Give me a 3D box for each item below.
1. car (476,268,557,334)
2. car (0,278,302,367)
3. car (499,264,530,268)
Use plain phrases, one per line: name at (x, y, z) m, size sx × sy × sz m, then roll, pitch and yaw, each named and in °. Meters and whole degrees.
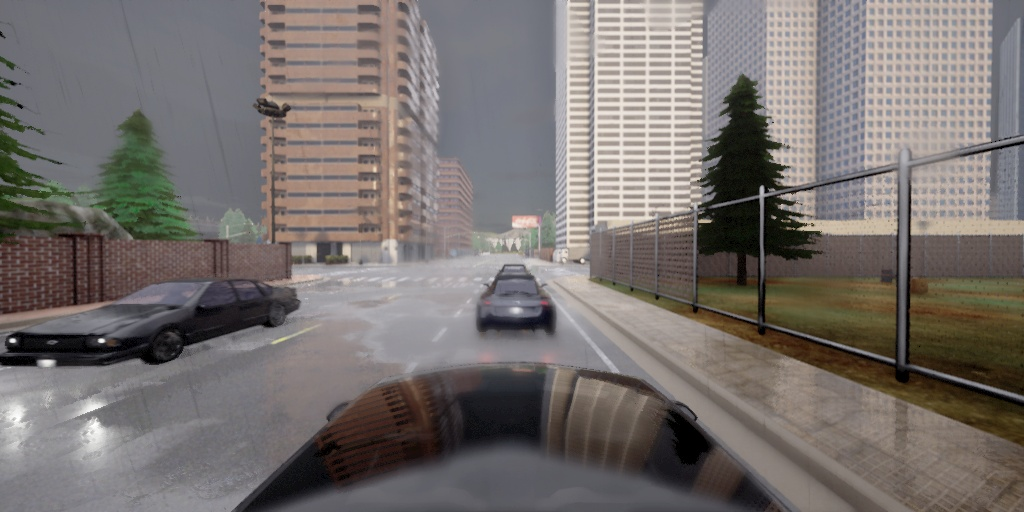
car at (0.102, 1.200, 10.178) m, size 1.994 × 1.385 × 4.181 m, roll 0°, pitch 1°, yaw 0°
car at (-7.075, 1.215, 8.115) m, size 2.033 × 1.411 × 5.357 m, roll 0°, pitch 1°, yaw 0°
car at (0.118, 1.092, 18.864) m, size 1.994 × 1.385 × 4.181 m, roll 0°, pitch 1°, yaw 1°
